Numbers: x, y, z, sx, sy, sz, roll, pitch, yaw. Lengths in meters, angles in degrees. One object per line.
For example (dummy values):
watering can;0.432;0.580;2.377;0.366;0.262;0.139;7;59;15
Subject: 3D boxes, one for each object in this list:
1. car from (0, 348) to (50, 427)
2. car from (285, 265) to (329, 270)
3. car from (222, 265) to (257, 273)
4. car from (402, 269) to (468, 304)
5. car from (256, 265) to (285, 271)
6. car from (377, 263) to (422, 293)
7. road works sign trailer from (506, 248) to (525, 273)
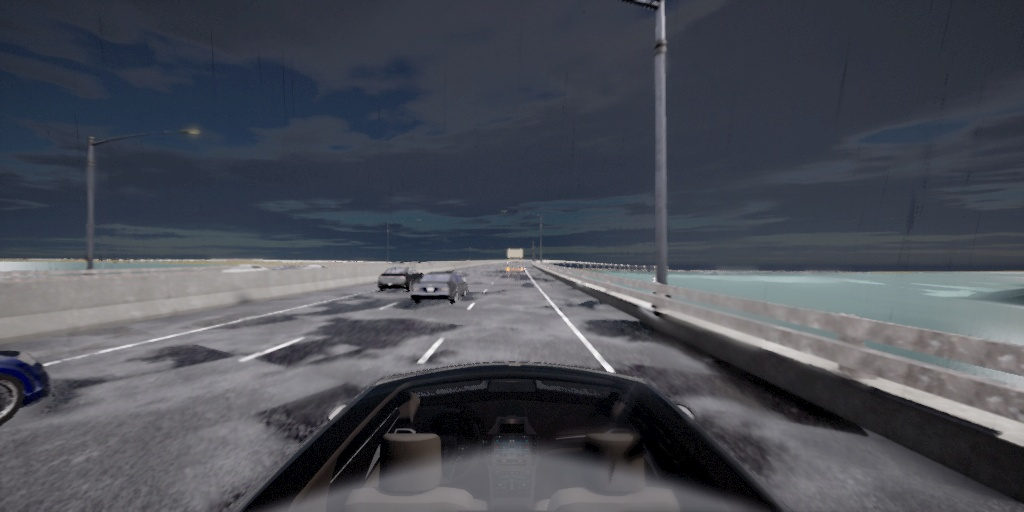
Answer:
car;-6.897;1.320;2.773;1.994;1.385;4.181;0;-1;0
car;-17.418;1.535;31.651;1.812;1.442;4.674;0;0;1
car;-24.397;1.545;33.022;1.812;1.442;4.674;0;-1;1
car;-3.353;1.434;17.264;2.033;1.411;5.357;0;-1;0
car;-20.897;1.585;33.095;1.994;1.385;4.181;0;-1;1
car;-6.815;1.424;22.555;2.128;1.511;4.902;0;-1;0
road works sign trailer;0.450;0.651;51.499;2.380;3.560;2.880;0;0;1
